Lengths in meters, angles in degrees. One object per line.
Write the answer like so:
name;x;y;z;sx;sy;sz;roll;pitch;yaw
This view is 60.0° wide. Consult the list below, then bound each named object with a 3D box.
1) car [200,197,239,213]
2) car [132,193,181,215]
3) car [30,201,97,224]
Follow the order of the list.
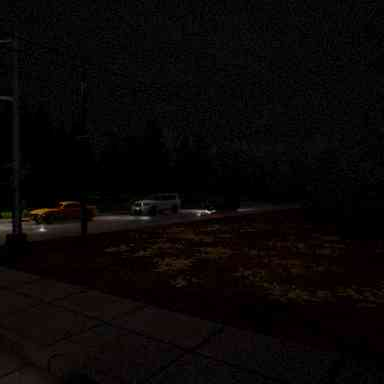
car;3.408;1.402;36.242;2.128;1.511;4.902;0;0;36
car;-3.434;1.175;33.221;2.150;2.045;5.566;0;0;36
car;-9.541;1.485;24.975;1.882;1.535;5.008;0;0;37
